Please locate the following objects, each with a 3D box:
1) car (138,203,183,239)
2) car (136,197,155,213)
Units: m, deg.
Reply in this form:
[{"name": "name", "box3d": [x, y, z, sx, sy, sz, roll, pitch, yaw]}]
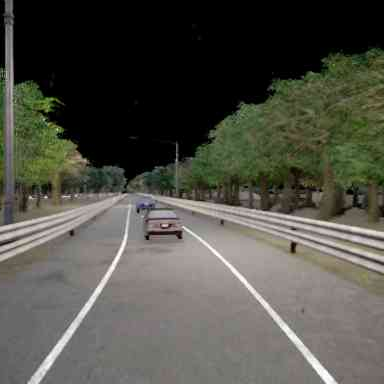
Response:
[{"name": "car", "box3d": [-1.615, 1.547, 17.376, 2.033, 1.411, 5.357, 0, 0, -9]}, {"name": "car", "box3d": [-5.268, 1.347, 37.866, 2.097, 1.767, 4.553, 0, 0, -10]}]
